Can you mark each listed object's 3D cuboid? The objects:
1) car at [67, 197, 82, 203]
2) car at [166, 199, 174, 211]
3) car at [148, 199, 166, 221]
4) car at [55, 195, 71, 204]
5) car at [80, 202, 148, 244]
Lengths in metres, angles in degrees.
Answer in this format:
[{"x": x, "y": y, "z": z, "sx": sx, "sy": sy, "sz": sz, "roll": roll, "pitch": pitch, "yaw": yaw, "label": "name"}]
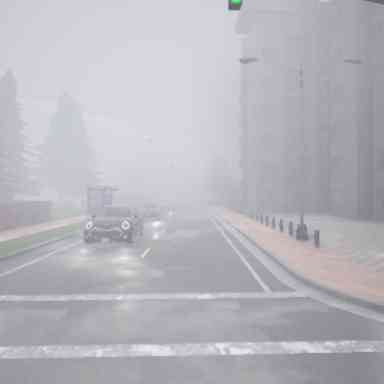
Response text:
[{"x": -25.048, "y": 1.527, "z": 71.477, "sx": 1.932, "sy": 1.855, "sz": 4.605, "roll": 0, "pitch": 0, "yaw": -1, "label": "car"}, {"x": -3.518, "y": 1.715, "z": 45.088, "sx": 1.882, "sy": 1.535, "sz": 5.008, "roll": 0, "pitch": 0, "yaw": 0, "label": "car"}, {"x": -3.605, "y": 1.641, "z": 29.185, "sx": 1.837, "sy": 1.490, "sz": 4.892, "roll": 0, "pitch": 0, "yaw": 0, "label": "car"}, {"x": -27.552, "y": 1.531, "z": 71.029, "sx": 1.905, "sy": 1.878, "sz": 3.866, "roll": 0, "pitch": 0, "yaw": -1, "label": "car"}, {"x": -3.609, "y": 1.430, "z": 16.075, "sx": 2.097, "sy": 1.767, "sz": 4.553, "roll": 0, "pitch": 0, "yaw": 0, "label": "car"}]
